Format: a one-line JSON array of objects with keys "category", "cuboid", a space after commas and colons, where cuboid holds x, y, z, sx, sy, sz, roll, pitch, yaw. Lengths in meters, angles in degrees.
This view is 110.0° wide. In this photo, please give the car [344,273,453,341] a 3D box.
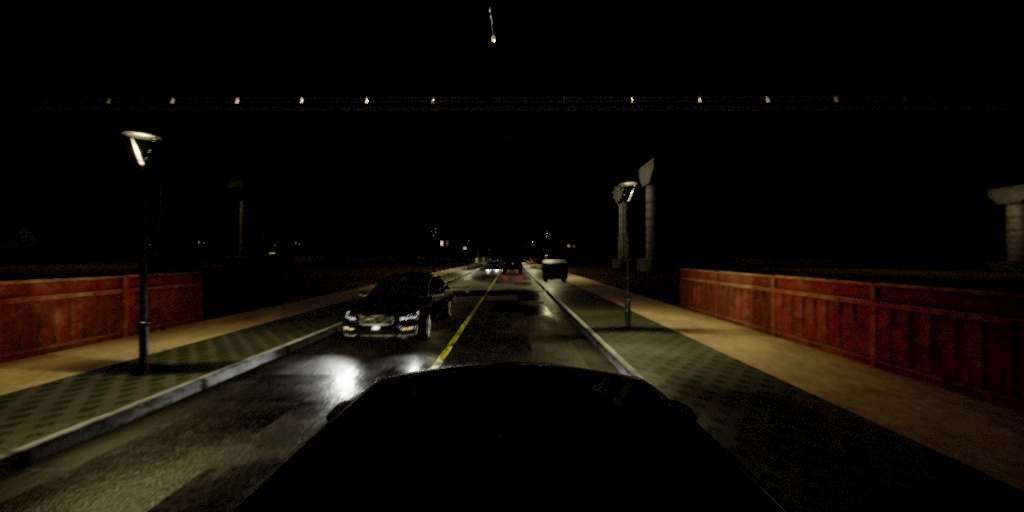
[{"category": "car", "cuboid": [-2.850, 1.250, 9.935, 1.837, 1.490, 4.892, 0, 0, 0]}]

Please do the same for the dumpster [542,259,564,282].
[{"category": "dumpster", "cuboid": [3.009, 1.125, 26.390, 1.020, 1.700, 1.940, 0, 0, 0]}]

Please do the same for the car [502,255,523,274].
[{"category": "car", "cuboid": [0.068, 0.927, 40.750, 2.150, 2.045, 5.566, 0, -1, -1]}]

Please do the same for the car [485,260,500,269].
[{"category": "car", "cuboid": [-2.813, 1.256, 52.996, 1.994, 1.385, 4.181, 0, 0, 0]}]
